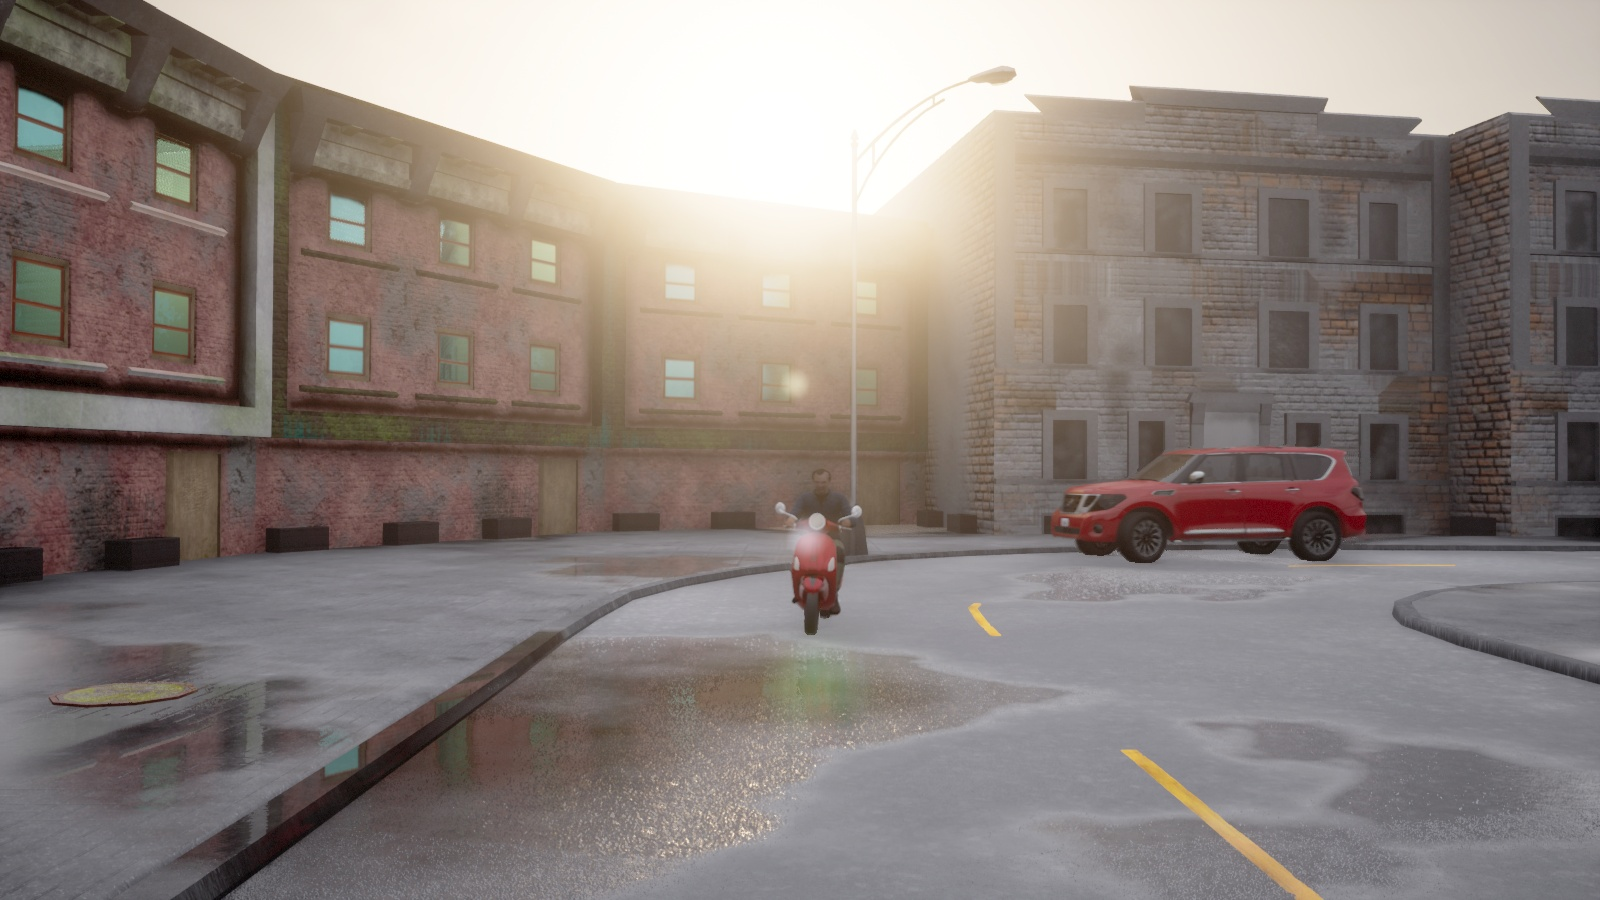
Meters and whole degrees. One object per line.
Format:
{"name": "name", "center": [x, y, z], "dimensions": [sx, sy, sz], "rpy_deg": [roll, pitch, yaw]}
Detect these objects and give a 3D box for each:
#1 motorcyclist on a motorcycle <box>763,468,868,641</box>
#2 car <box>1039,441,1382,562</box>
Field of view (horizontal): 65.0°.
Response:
{"name": "motorcyclist on a motorcycle", "center": [0.191, 0.979, 12.573], "dimensions": [0.866, 1.590, 1.817], "rpy_deg": [0, -1, 6]}
{"name": "car", "center": [7.377, 0.887, 22.786], "dimensions": [5.566, 2.045, 2.150], "rpy_deg": [0, -1, -11]}
